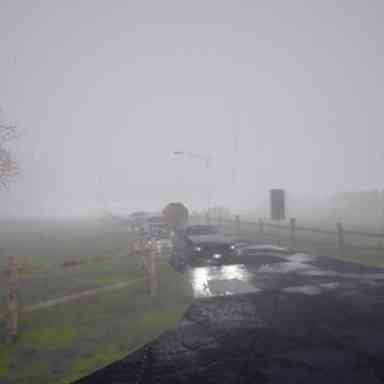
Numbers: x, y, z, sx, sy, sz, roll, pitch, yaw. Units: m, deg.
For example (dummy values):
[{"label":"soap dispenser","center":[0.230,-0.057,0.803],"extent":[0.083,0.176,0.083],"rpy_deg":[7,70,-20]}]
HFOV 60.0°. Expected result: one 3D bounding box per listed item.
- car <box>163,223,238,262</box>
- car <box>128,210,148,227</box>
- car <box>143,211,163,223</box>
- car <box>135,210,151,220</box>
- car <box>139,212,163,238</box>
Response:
[{"label":"car","center":[0.286,2.137,15.108],"extent":[2.033,1.411,5.357],"rpy_deg":[-1,-2,-14]},{"label":"car","center":[-6.249,3.110,38.206],"extent":[1.837,1.490,4.892],"rpy_deg":[-1,-2,-16]},{"label":"car","center":[-5.503,3.446,46.117],"extent":[2.033,1.411,5.357],"rpy_deg":[-1,-2,-15]},{"label":"car","center":[-8.257,3.804,55.605],"extent":[1.882,1.535,5.008],"rpy_deg":[-1,-2,-16]},{"label":"car","center":[-2.532,2.531,25.122],"extent":[1.837,1.490,4.892],"rpy_deg":[-1,-2,-16]}]
